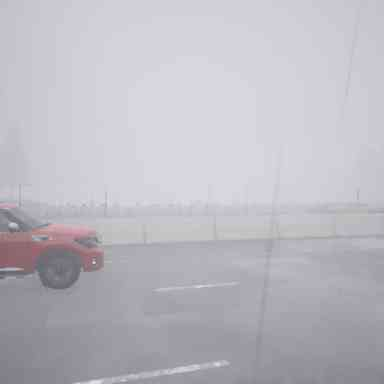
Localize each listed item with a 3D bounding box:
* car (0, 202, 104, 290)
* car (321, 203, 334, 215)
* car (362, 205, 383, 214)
[{"bbox_3d":[-5.026,1.233,8.157,5.566,2.045,2.150,0,0,-16],"label":"car"},{"bbox_3d":[15.676,1.711,32.678,5.008,1.535,1.882,1,0,-16],"label":"car"},{"bbox_3d":[17.928,1.727,29.691,5.008,1.535,1.882,1,0,-16],"label":"car"}]
